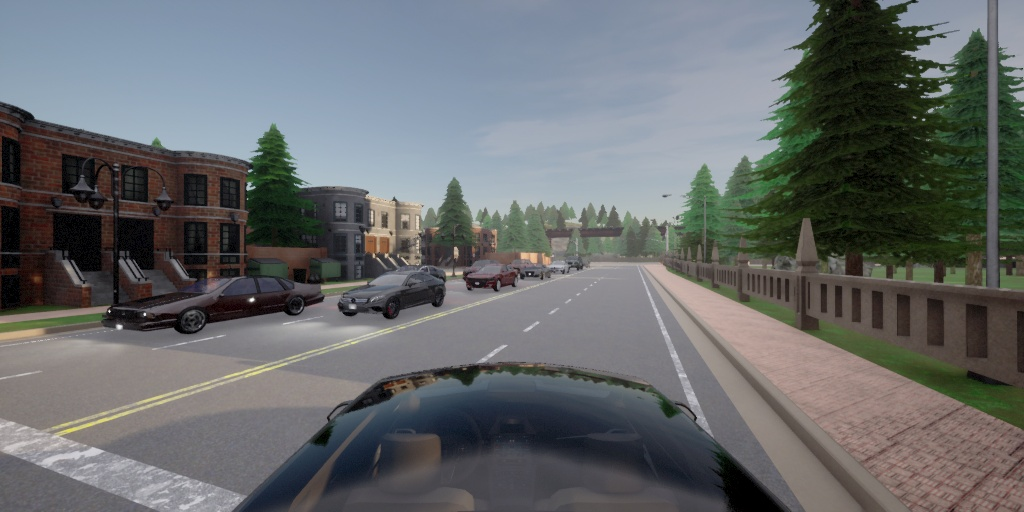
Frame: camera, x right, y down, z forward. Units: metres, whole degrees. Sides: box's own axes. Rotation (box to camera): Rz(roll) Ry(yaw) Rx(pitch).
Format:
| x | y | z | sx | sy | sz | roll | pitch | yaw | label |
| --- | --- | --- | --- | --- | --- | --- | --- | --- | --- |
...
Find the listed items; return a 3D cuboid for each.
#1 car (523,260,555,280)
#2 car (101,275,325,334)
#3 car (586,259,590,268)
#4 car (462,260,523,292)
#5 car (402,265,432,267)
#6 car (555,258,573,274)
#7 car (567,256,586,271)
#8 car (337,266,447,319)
| x | y | z | sx | sy | sz | roll | pitch | yaw | label |
| --- | --- | --- | --- | --- | --- | --- | --- | --- | --- |
| 2.128 | 1.314 | 31.407 | 1.994 | 1.385 | 4.181 | 0 | 0 | 20 | car |
| -8.482 | 1.297 | 11.038 | 2.033 | 1.411 | 5.357 | 0 | 0 | 19 | car |
| 12.178 | 1.255 | 61.010 | 1.837 | 1.490 | 4.892 | 0 | 0 | 19 | car |
| -1.095 | 1.228 | 21.923 | 1.882 | 1.535 | 5.008 | 0 | 0 | 19 | car |
| -5.442 | 1.242 | 20.016 | 2.128 | 1.511 | 4.902 | 0 | 0 | 18 | car |
| 5.357 | 1.276 | 40.960 | 1.812 | 1.442 | 4.674 | 0 | 0 | 19 | car |
| 8.711 | 0.972 | 50.837 | 2.150 | 2.045 | 5.566 | 0 | 0 | 19 | car |
| -4.090 | 1.276 | 13.088 | 1.812 | 1.442 | 4.674 | 0 | 0 | 19 | car |
